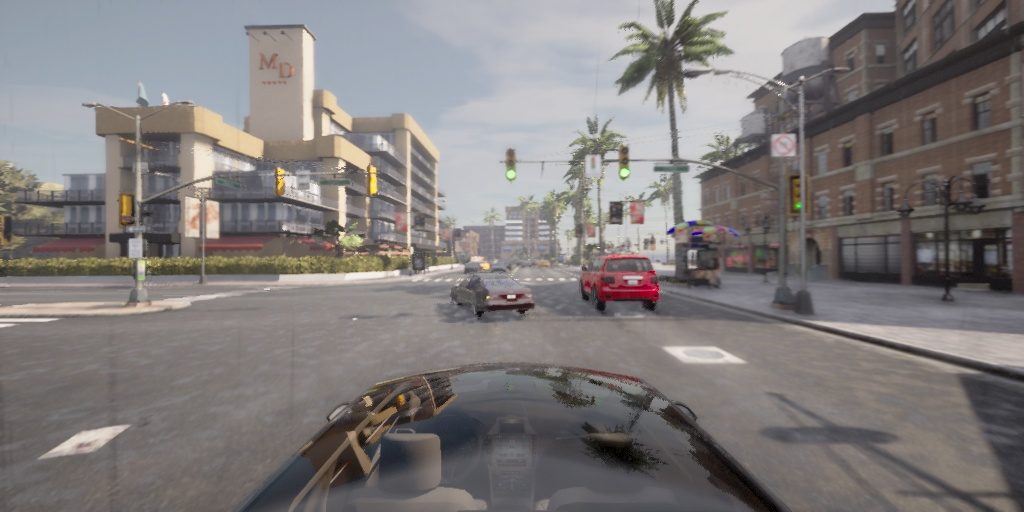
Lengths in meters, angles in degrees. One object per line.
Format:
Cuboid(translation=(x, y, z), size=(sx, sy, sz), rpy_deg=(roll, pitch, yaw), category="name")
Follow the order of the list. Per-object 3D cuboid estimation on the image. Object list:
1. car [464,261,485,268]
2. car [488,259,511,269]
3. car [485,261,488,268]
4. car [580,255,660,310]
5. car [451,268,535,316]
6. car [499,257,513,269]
Cuboid(translation=(-5.061, 1.505, 46.775), size=(1.837, 1.490, 4.892), rpy_deg=(-1, 0, 2), category="car")
Cuboid(translation=(-1.554, 1.518, 46.860), size=(2.033, 1.411, 5.357), rpy_deg=(-1, 0, 2), category="car")
Cuboid(translation=(-4.669, 1.518, 56.227), size=(1.882, 1.535, 5.008), rpy_deg=(-1, 0, 2), category="car")
Cuboid(translation=(4.224, 0.995, 14.876), size=(2.150, 2.045, 5.566), rpy_deg=(-1, 0, 2), category="car")
Cuboid(translation=(-0.948, 1.361, 13.765), size=(2.033, 1.411, 5.357), rpy_deg=(0, 0, -22), category="car")
Cuboid(translation=(-1.146, 1.234, 56.758), size=(2.150, 2.045, 5.566), rpy_deg=(-1, 0, 2), category="car")
